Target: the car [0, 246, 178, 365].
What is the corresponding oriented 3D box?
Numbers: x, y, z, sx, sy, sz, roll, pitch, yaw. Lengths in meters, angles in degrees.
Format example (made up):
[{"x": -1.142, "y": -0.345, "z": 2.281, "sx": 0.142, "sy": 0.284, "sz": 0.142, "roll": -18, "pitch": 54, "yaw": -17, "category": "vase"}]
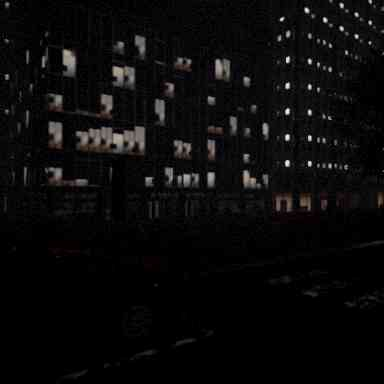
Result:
[{"x": -2.343, "y": 1.549, "z": 4.890, "sx": 4.507, "sy": 1.381, "sz": 1.887, "roll": 0, "pitch": 0, "yaw": -35, "category": "car"}]
